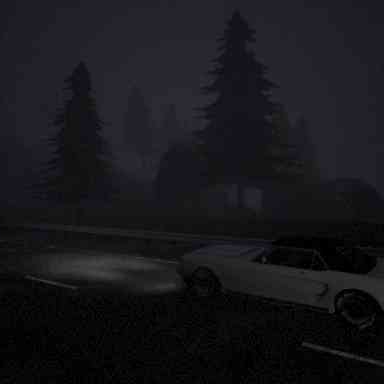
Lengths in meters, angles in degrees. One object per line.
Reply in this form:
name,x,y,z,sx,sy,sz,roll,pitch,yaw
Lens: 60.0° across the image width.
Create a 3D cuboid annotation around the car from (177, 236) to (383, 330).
car,2.014,1.580,6.847,4.718,1.301,1.895,0,0,35
